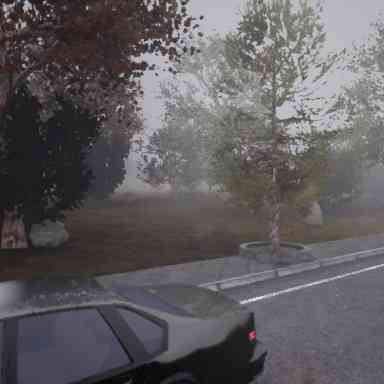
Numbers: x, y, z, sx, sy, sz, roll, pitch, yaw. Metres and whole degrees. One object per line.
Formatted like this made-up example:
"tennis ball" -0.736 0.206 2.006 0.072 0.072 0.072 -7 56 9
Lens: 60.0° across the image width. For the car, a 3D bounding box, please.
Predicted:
"car" -1.745 1.547 2.746 5.357 1.411 2.033 0 0 -35
